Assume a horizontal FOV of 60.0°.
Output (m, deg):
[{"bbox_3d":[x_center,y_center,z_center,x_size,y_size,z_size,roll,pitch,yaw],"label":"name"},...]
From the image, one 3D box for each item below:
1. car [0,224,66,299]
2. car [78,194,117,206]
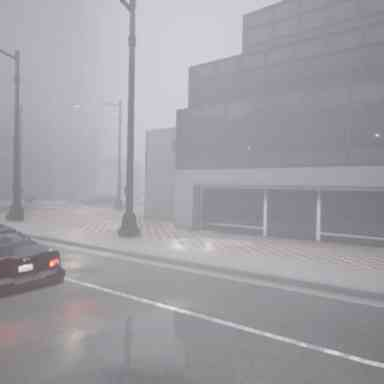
[{"bbox_3d":[-5.148,1.419,7.668,5.357,1.411,2.033,1,1,35],"label":"car"},{"bbox_3d":[-11.282,0.922,40.870,2.033,1.411,5.357,2,1,36],"label":"car"}]
